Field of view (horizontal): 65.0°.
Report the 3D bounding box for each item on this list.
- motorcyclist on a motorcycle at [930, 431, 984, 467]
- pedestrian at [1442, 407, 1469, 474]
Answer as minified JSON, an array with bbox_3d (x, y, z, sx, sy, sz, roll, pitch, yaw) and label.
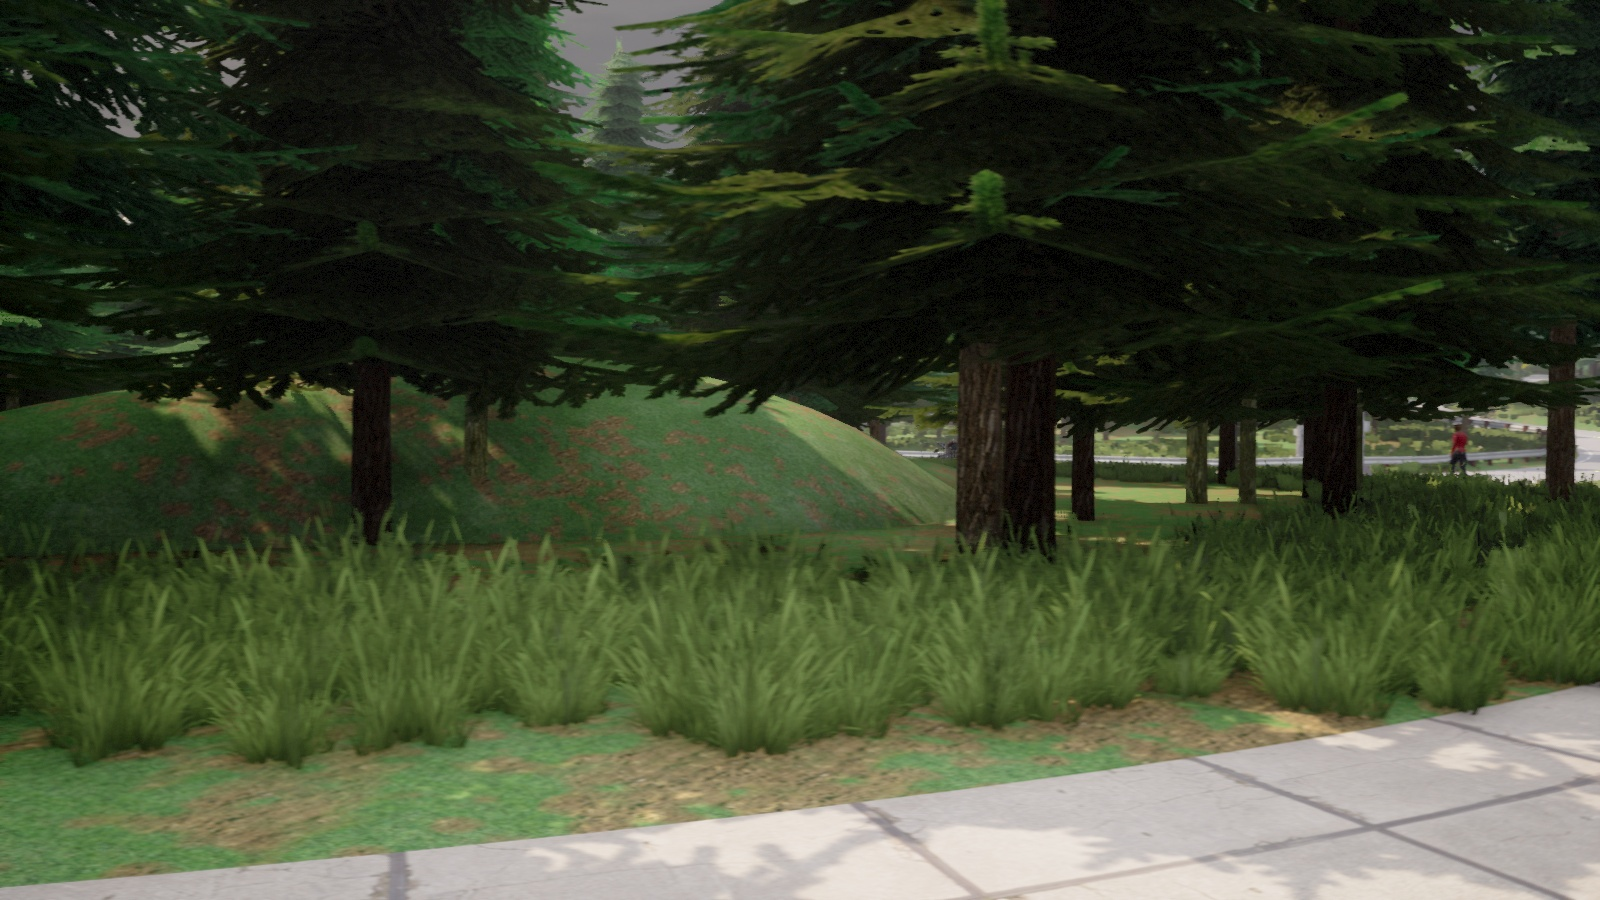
[{"bbox_3d":[6.803,-0.054,54.466,2.191,1.530,0.866,0,1,37],"label":"motorcyclist on a motorcycle"},{"bbox_3d":[18.390,-0.272,35.239,0.331,1.846,0.636,-1,1,-13],"label":"pedestrian"}]
